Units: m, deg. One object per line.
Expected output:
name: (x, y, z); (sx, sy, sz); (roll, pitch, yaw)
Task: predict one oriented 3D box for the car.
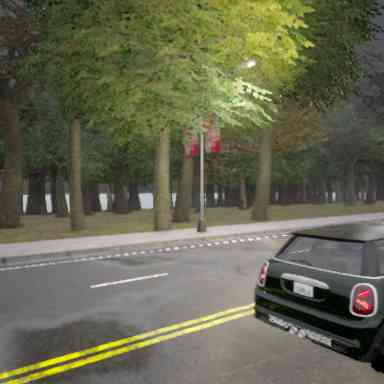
car: (3.237, 1.332, 5.737); (4.553, 1.767, 2.097); (0, 0, -35)
